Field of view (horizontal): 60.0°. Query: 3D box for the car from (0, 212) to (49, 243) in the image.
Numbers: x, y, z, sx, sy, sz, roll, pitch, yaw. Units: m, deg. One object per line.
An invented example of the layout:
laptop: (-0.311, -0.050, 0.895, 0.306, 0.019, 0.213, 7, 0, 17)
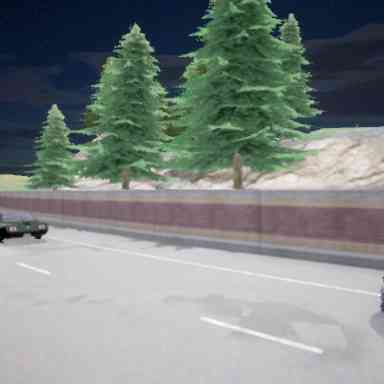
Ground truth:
car: (-8.838, 1.609, 16.067, 4.718, 1.301, 1.895, 0, 0, 43)

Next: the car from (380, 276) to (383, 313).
car: (5.288, 1.546, 4.600, 4.674, 1.442, 1.812, 0, 0, 35)
